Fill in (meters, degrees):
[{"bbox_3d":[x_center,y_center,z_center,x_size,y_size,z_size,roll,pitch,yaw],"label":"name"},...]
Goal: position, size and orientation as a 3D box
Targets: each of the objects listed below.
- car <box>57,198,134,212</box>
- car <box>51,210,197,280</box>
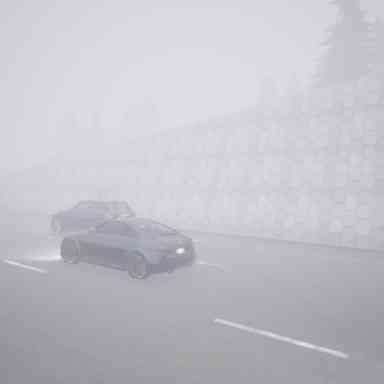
[{"bbox_3d":[-4.685,1.119,15.884,4.553,1.767,2.097,1,1,35],"label":"car"},{"bbox_3d":[-1.928,1.437,9.639,4.181,1.385,1.994,1,1,35],"label":"car"}]
